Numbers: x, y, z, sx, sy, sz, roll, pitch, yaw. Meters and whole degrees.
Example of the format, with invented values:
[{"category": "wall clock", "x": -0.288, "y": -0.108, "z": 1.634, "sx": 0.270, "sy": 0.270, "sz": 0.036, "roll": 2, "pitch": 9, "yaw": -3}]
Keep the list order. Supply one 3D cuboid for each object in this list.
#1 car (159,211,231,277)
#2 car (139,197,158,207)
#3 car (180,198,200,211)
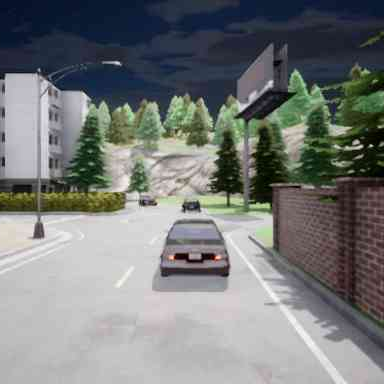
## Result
[{"category": "car", "x": 0.079, "y": 1.518, "z": 10.122, "sx": 2.033, "sy": 1.411, "sz": 5.357, "roll": 0, "pitch": 0, "yaw": 0}, {"category": "car", "x": -6.321, "y": 1.430, "z": 47.913, "sx": 1.994, "sy": 1.385, "sz": 4.181, "roll": 0, "pitch": 0, "yaw": -20}, {"category": "car", "x": -0.204, "y": 1.375, "z": 36.914, "sx": 1.882, "sy": 1.535, "sz": 5.008, "roll": 0, "pitch": 0, "yaw": -5}]
